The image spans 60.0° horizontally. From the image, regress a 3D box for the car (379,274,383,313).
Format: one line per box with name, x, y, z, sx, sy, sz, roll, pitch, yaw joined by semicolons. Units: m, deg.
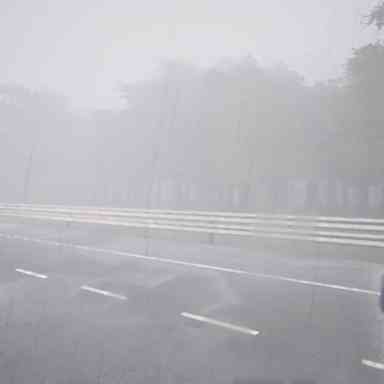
car;5.565;1.222;4.199;5.566;2.045;2.150;0;0;36
